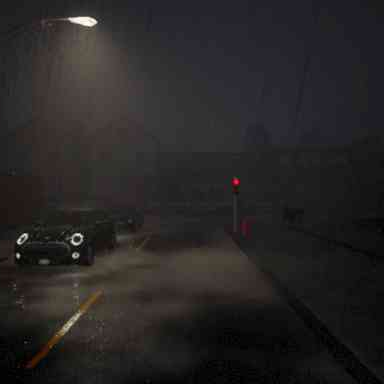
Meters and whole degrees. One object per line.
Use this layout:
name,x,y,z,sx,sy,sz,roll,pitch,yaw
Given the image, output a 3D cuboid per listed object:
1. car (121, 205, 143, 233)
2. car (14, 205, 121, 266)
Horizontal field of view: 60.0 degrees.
car,-4.016,1.525,19.691,1.812,1.442,4.674,0,0,0
car,-4.082,1.353,11.457,2.097,1.767,4.553,0,0,0
